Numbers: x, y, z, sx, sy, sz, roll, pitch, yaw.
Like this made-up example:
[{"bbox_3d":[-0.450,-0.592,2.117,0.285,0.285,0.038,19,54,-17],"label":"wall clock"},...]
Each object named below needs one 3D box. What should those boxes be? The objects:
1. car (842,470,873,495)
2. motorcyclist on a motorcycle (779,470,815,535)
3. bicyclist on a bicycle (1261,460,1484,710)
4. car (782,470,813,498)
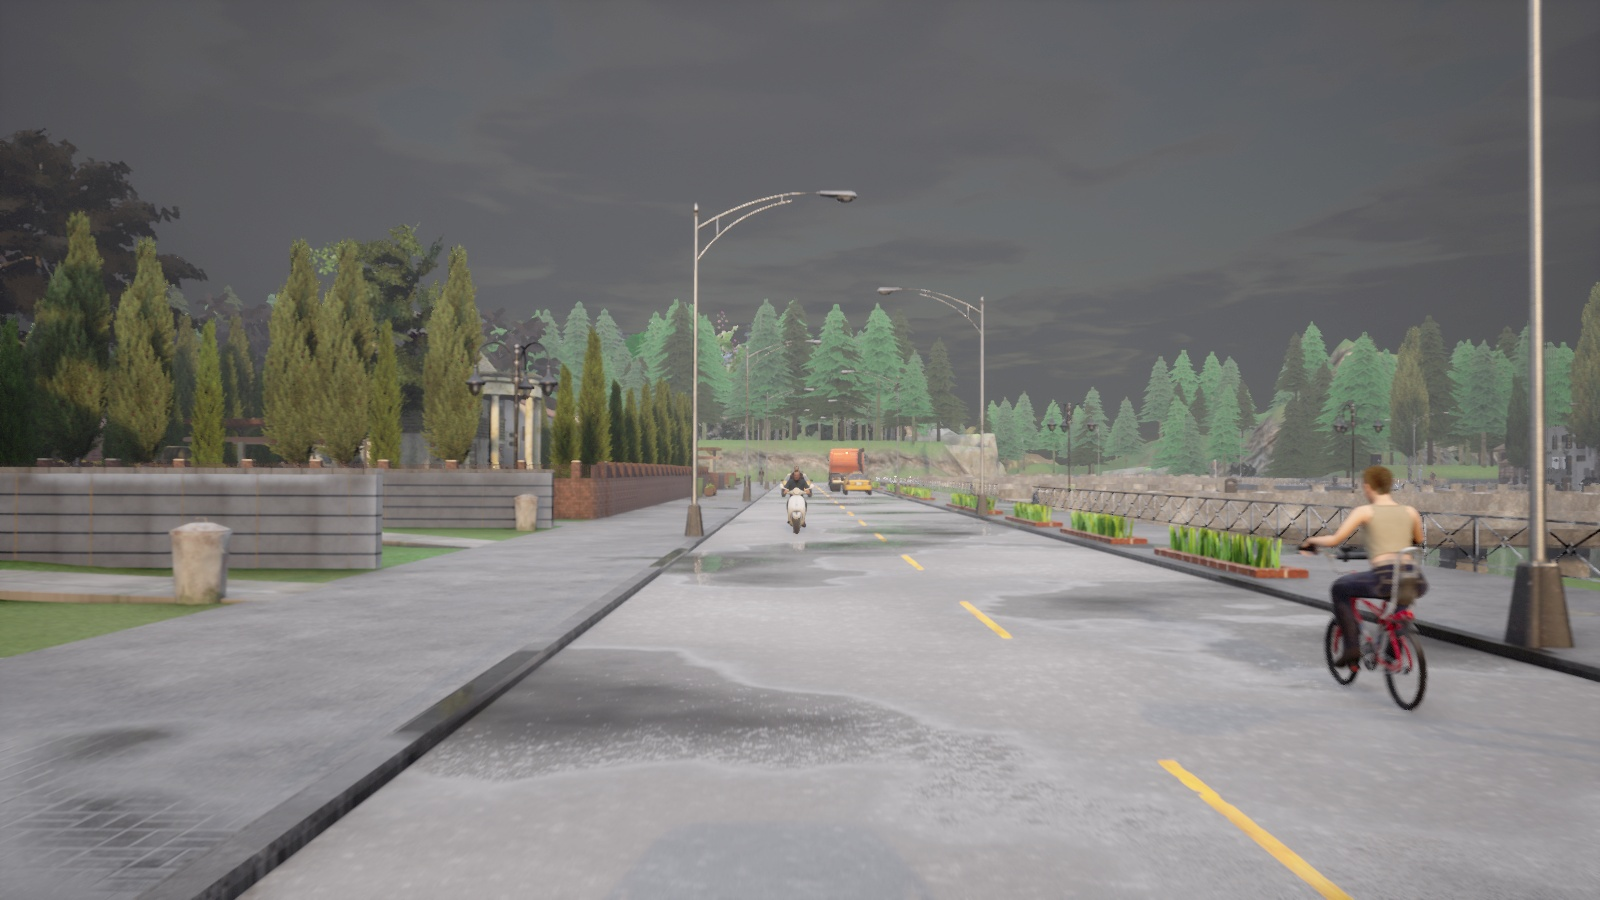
[{"bbox_3d":[3.803,2.139,83.666,1.801,1.575,5.366,0,-1,0],"label":"car"},{"bbox_3d":[-0.074,1.297,31.573,0.866,1.590,1.817,0,-1,0],"label":"motorcyclist on a motorcycle"},{"bbox_3d":[3.974,0.884,8.865,0.866,1.612,1.509,0,-1,0],"label":"bicyclist on a bicycle"},{"bbox_3d":[-0.179,2.024,75.870,1.801,1.575,5.366,0,-1,0],"label":"car"}]
